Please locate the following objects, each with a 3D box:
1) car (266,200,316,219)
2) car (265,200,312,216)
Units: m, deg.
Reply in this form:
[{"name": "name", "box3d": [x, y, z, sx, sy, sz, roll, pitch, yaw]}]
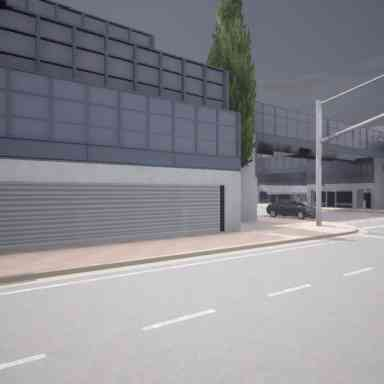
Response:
[{"name": "car", "box3d": [8.705, 1.505, 28.915, 1.837, 1.490, 4.892, 0, 0, -37]}, {"name": "car", "box3d": [9.673, 1.564, 33.468, 1.994, 1.385, 4.181, 0, 0, -37]}]
